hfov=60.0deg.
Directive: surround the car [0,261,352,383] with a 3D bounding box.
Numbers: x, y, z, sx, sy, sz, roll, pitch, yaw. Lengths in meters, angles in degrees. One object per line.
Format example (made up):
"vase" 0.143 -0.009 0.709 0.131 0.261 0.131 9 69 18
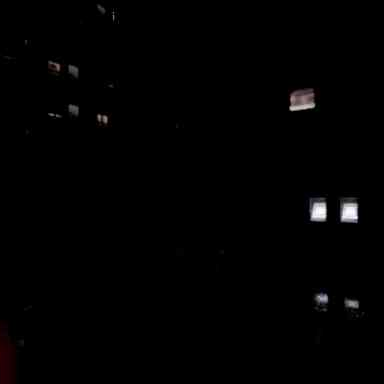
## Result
"car" -0.684 1.465 3.367 4.097 1.590 1.967 -1 -1 36
